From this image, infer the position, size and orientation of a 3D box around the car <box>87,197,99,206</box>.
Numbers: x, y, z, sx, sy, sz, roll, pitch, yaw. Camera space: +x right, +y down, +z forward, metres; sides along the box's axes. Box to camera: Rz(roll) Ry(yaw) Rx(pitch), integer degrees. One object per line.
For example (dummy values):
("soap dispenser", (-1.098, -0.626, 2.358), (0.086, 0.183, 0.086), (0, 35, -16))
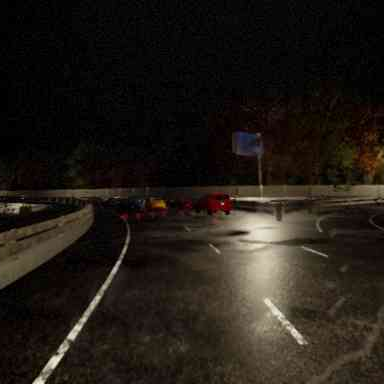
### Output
("car", (-16.463, 1.588, 56.198), (1.812, 1.442, 4.674), (0, 0, -35))

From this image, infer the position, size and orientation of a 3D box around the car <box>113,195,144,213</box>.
("car", (-7.349, 1.493, 38.136), (1.882, 1.535, 5.008), (0, 0, -22))

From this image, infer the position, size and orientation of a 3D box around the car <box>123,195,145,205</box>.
("car", (-10.517, 1.369, 59.891), (2.097, 1.767, 4.553), (0, 0, -35))

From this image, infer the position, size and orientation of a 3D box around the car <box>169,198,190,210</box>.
("car", (-1.469, 1.448, 42.321), (1.882, 1.535, 5.008), (0, 0, -22))

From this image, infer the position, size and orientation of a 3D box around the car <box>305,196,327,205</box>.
("car", (19.224, 1.347, 50.101), (4.674, 1.442, 1.812), (0, 0, 1))

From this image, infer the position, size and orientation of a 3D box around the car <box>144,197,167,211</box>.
("car", (-4.792, 1.472, 41.210), (1.882, 1.535, 5.008), (0, 0, -22))

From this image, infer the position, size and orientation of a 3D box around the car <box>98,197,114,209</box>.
("car", (-11.335, 1.582, 47.119), (2.033, 1.411, 5.357), (0, 0, -26))

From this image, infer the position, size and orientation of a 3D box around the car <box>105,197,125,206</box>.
("car", (-13.497, 1.604, 58.057), (1.994, 1.385, 4.181), (0, 0, -35))

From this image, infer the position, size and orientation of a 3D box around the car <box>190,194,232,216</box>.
("car", (1.958, 1.181, 32.453), (2.150, 2.045, 5.566), (0, 0, -18))

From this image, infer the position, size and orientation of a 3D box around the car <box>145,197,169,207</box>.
("car", (-5.425, 1.495, 50.917), (1.837, 1.490, 4.892), (0, 0, -29))
